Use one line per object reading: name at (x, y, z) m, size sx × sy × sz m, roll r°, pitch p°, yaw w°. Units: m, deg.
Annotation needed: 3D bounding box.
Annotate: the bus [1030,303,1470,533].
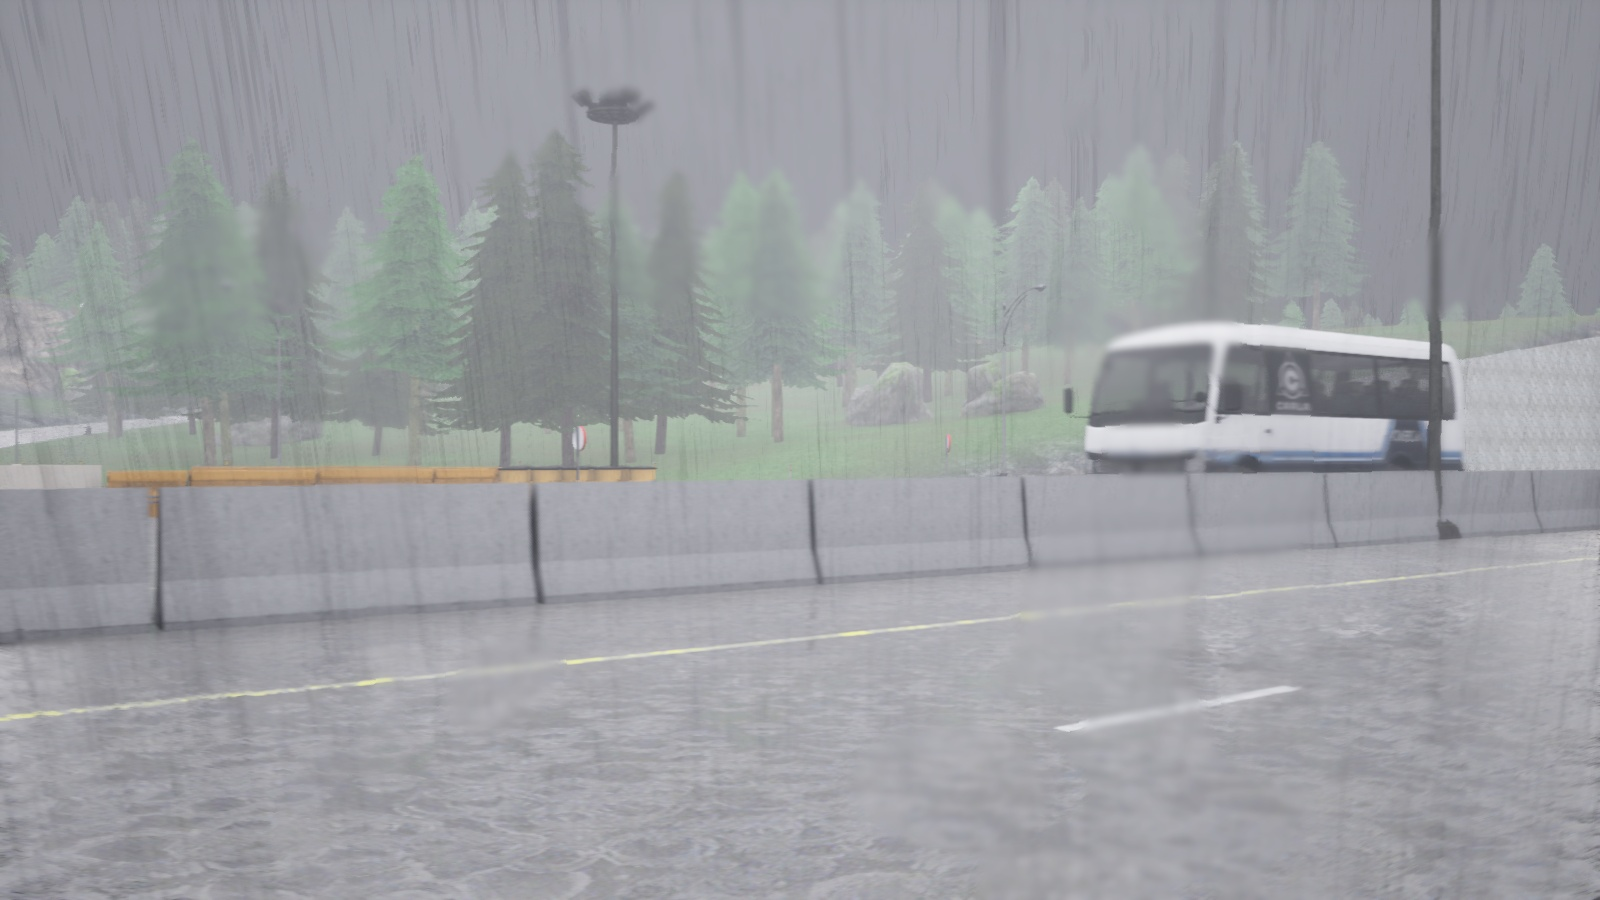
bus at (10.192, -0.585, 27.815) m, size 10.273 × 4.253 × 3.944 m, roll 0°, pitch 0°, yaw -35°
